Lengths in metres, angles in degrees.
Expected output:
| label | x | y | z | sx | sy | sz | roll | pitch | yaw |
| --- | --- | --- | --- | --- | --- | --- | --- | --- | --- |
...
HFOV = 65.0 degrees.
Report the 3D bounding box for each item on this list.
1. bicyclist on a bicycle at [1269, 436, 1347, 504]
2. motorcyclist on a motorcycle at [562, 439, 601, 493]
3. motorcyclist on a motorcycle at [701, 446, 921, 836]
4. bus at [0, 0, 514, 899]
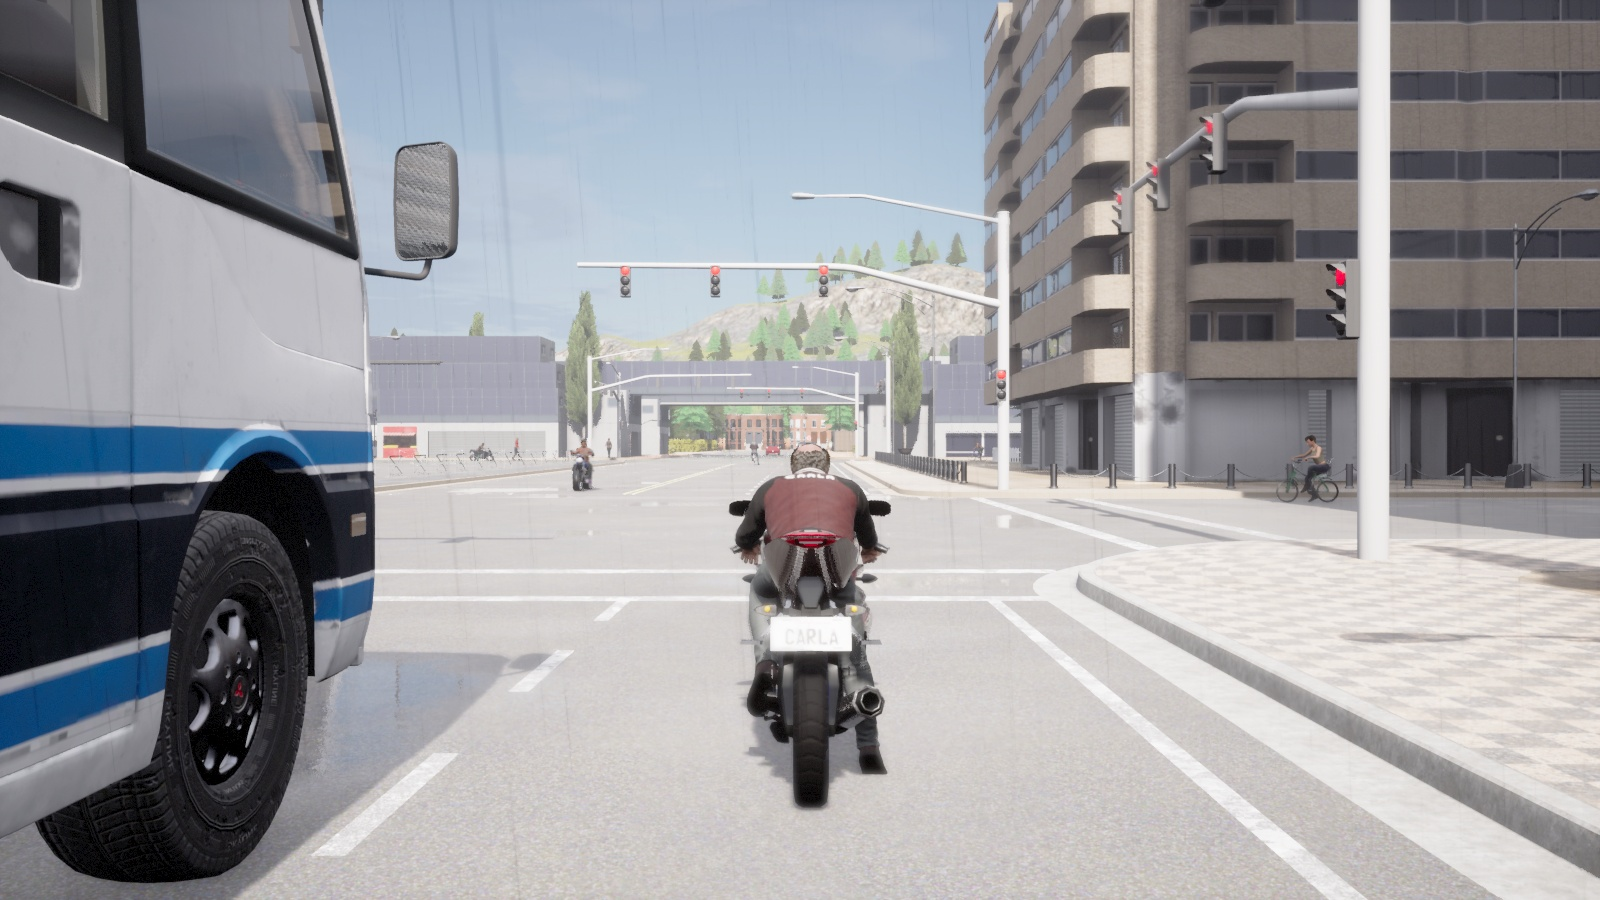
| label | x | y | z | sx | sy | sz | roll | pitch | yaw |
| --- | --- | --- | --- | --- | --- | --- | --- | --- | --- |
| bicyclist on a bicycle | 12.092 | 0.468 | 29.919 | 1.509 | 1.612 | 0.866 | 0 | 0 | 0 |
| motorcyclist on a motorcycle | -6.772 | 0.471 | 39.016 | 0.766 | 1.649 | 2.350 | 0 | 1 | 0 |
| motorcyclist on a motorcycle | 0.048 | 0.747 | 6.034 | 0.866 | 1.530 | 2.191 | 0 | 0 | 0 |
| bus | -3.476 | -0.640 | 1.357 | 3.944 | 4.253 | 10.273 | 0 | 0 | 0 |
